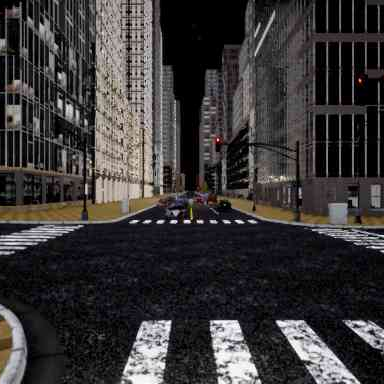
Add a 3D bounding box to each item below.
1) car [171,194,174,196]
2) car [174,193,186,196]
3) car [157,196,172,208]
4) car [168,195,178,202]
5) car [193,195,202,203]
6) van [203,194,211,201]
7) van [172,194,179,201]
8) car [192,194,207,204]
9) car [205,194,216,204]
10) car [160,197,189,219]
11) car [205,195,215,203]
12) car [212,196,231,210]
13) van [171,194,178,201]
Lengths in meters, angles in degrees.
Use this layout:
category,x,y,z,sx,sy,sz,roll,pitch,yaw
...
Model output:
category,x,y,z,sx,sy,sz,roll,pitch,yaw
car,-4.136,1.564,63.878,1.947,1.339,4.313,0,0,0
car,-1.619,1.358,59.161,2.097,1.767,4.553,0,0,0
car,-4.056,1.593,47.296,1.802,1.307,4.206,0,0,0
car,-4.190,1.426,74.934,1.967,1.590,4.097,0,0,0
car,1.145,1.488,73.260,1.837,1.490,4.892,0,0,0
van,3.663,1.321,80.499,1.690,1.788,3.998,0,0,0
van,-4.244,1.315,85.989,1.690,1.788,3.998,0,0,0
car,1.274,1.599,63.092,1.895,1.301,4.718,0,0,0
car,3.744,1.313,63.916,2.192,1.841,5.009,0,0,0
car,-1.391,1.510,29.159,2.128,1.511,4.902,0,0,-2
car,3.717,1.432,69.445,1.967,1.590,4.097,0,0,0
car,3.900,1.579,41.808,1.947,1.339,4.313,0,0,0
van,-4.217,1.321,80.461,1.690,1.788,3.998,0,0,0
